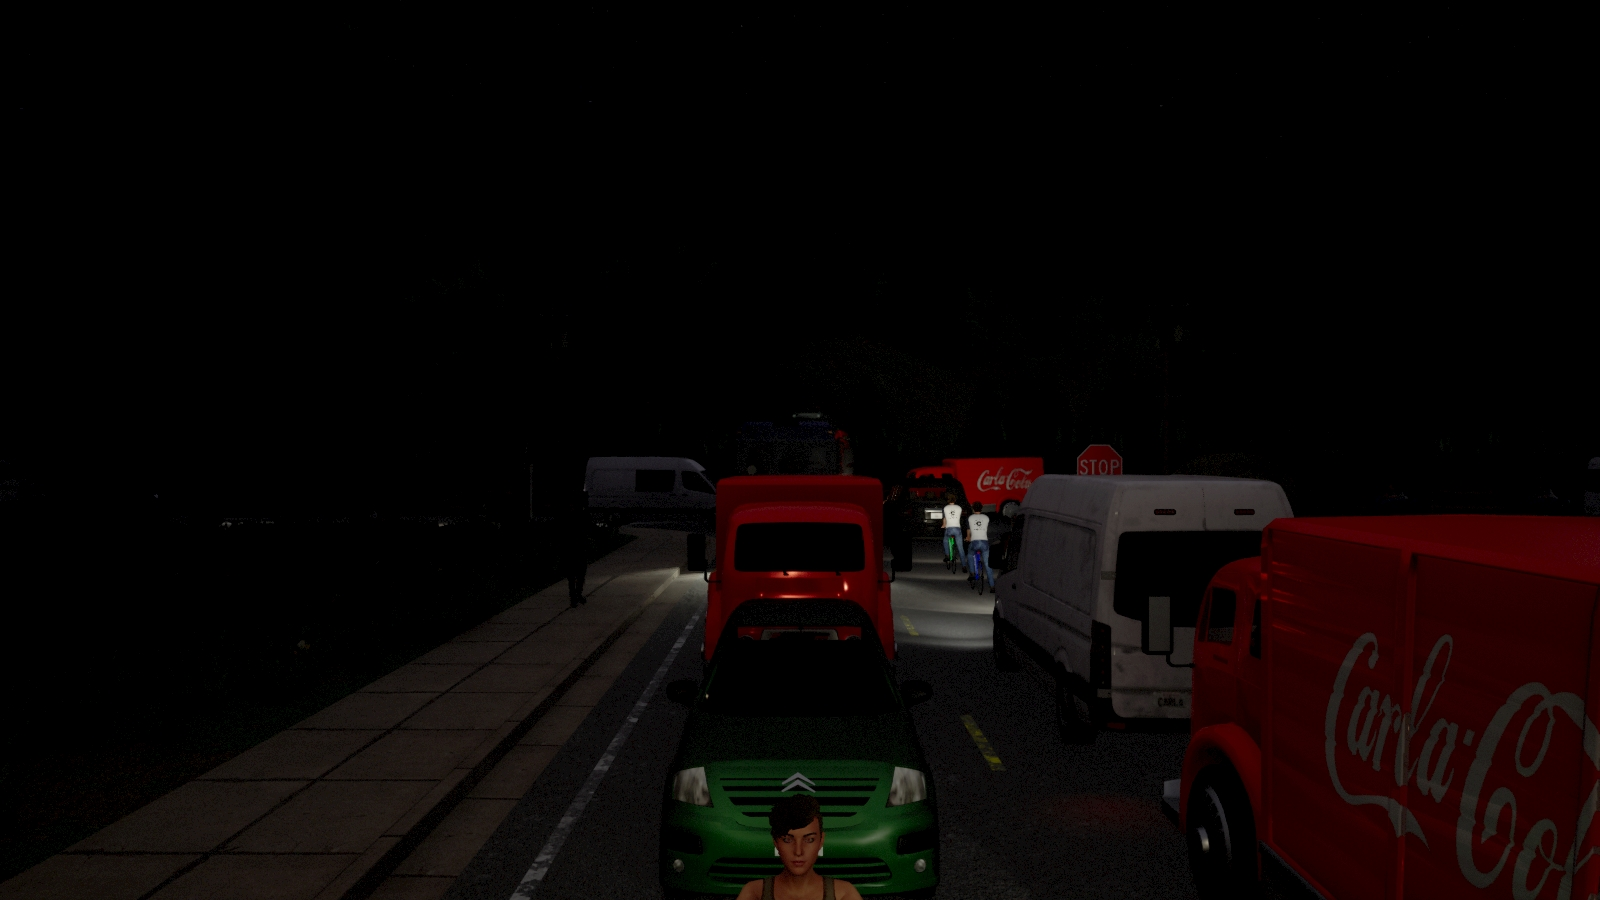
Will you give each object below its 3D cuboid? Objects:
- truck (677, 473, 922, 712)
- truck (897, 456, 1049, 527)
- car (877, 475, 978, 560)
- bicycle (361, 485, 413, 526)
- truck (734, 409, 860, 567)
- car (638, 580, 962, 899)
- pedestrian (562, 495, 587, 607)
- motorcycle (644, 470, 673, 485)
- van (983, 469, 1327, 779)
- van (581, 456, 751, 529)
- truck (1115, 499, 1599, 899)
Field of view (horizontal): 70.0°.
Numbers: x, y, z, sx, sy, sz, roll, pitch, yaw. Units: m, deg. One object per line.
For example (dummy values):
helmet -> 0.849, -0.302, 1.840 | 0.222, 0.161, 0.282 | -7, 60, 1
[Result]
truck -> -0.012, 1.578, 14.852 | 2.627, 2.467, 5.204 | 0, 0, 0
truck -> 6.614, 1.538, 44.127 | 5.204, 2.467, 2.627 | -2, 0, -9
car -> 3.475, 1.799, 32.196 | 2.150, 2.045, 5.566 | 0, 0, -1
bicycle -> -15.249, 2.051, 42.203 | 1.835, 1.471, 0.329 | 0, 0, 3
truck -> 0.144, 0.910, 31.982 | 2.891, 3.827, 8.468 | 0, 0, 4
car -> -0.002, 2.006, 8.512 | 1.851, 1.617, 3.988 | 0, 0, 0
pedestrian -> -3.836, 1.706, 19.398 | 0.375, 1.860, 0.375 | 0, 0, -17
motorcycle -> -11.450, 2.224, 92.284 | 2.209, 1.251, 0.867 | 0, 0, 6
van -> 3.517, 1.543, 12.749 | 1.988, 2.561, 5.915 | 0, 0, 0
van -> -4.831, 1.527, 41.711 | 5.915, 2.561, 1.988 | 0, 0, 3
truck -> 3.501, 1.572, 5.334 | 2.627, 2.467, 5.204 | 0, 0, 0
